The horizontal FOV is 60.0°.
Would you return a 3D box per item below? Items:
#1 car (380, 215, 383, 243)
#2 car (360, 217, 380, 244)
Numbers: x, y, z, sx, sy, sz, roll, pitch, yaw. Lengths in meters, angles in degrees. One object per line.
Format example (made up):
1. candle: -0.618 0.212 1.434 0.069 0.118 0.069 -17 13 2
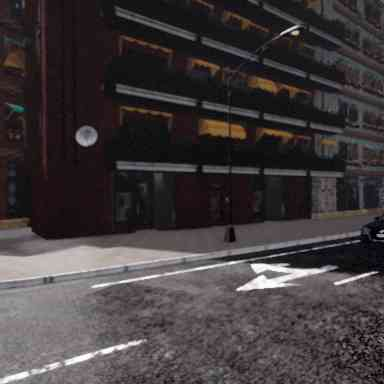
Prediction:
1. car: 7.822 1.217 9.432 5.566 2.045 2.150 0 0 -37
2. car: 9.110 1.559 14.456 4.181 1.385 1.994 0 0 -37
